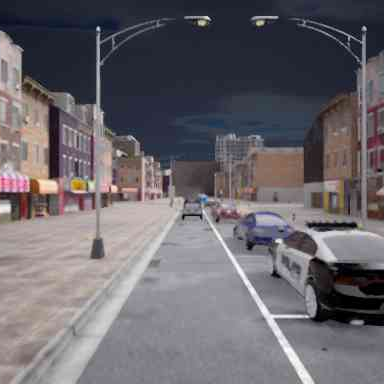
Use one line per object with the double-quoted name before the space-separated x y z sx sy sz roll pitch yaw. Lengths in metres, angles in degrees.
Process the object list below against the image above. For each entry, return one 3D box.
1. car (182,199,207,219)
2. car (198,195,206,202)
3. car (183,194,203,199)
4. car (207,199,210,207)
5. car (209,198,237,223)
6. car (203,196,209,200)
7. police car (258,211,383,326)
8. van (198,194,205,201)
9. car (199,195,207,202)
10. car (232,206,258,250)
"car" 0.042 1.584 29.345 2.033 1.411 5.357 0 0 1
"car" 2.642 1.661 86.566 1.967 1.590 4.097 0 0 0
"car" 0.054 1.291 43.739 2.150 2.045 5.566 0 0 1
"car" 2.640 1.622 31.575 1.802 1.307 4.206 0 0 0
"car" 2.640 1.472 25.896 1.967 1.590 4.097 0 0 0
"car" 2.640 1.634 48.613 2.008 1.369 4.403 0 0 0
"police car" 3.010 1.433 7.379 1.930 1.638 5.238 0 0 0
"van" 2.642 1.584 92.042 1.690 1.788 3.998 0 0 0
"car" 2.642 1.639 81.091 1.967 1.590 4.097 0 0 0
"car" 3.025 1.543 14.269 1.812 1.442 4.674 0 0 0
